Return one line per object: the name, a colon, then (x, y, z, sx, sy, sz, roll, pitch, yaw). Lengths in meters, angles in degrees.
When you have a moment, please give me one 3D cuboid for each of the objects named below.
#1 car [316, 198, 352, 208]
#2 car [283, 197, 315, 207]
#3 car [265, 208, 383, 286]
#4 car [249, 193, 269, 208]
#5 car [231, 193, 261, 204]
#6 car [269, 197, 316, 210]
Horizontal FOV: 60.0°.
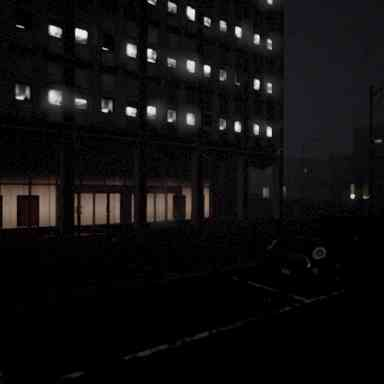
car: (18.612, 1.419, 44.134, 1.752, 1.417, 4.829, 1, 0, -35)
car: (15.560, 1.452, 48.550, 1.802, 1.307, 4.206, 1, 0, -35)
car: (3.928, 1.435, 9.360, 4.097, 1.590, 1.967, 0, 0, -36)
car: (8.667, 1.145, 43.787, 2.192, 1.841, 5.009, 1, 0, -35)
car: (9.266, 1.140, 57.660, 2.192, 1.841, 5.009, 1, 0, -35)
car: (11.813, 1.405, 39.231, 2.008, 1.369, 4.403, 1, 0, -35)
